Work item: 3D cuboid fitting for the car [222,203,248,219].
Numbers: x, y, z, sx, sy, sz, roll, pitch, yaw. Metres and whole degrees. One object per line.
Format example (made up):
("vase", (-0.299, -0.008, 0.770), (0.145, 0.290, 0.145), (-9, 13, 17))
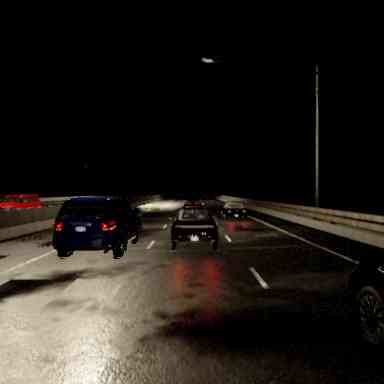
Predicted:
("car", (3.599, 1.604, 29.108), (1.895, 1.301, 4.718), (0, 0, 0))

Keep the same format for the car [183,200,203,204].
("car", (0.099, 1.508, 32.346), (1.837, 1.490, 4.892), (0, 0, 0))

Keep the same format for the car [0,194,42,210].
("car", (-14.086, 1.224, 26.706), (2.150, 2.045, 5.566), (0, 0, 0))

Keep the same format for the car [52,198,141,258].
("car", (-3.401, 1.224, 12.849), (2.150, 2.045, 5.566), (0, 0, 0))

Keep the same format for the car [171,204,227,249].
("car", (0.100, 1.493, 14.541), (2.128, 1.511, 4.902), (0, 0, 0))

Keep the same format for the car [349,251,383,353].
("car", (3.600, 1.222, 2.983), (2.150, 2.045, 5.566), (0, 0, 0))
